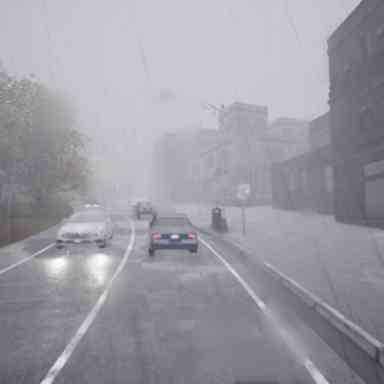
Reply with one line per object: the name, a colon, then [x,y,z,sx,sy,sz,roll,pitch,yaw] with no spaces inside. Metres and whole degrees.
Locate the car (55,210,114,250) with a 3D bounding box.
car: [-4.498,1.524,14.523,1.812,1.442,4.674,1,0,-8]

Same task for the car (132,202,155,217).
car: [-4.649,1.625,32.243,2.033,1.411,5.357,1,0,-16]

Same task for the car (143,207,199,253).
car: [-0.896,1.574,13.757,2.033,1.411,5.357,0,0,-7]

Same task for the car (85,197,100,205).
car: [-16.254,1.436,54.186,1.994,1.385,4.181,2,0,-21]
